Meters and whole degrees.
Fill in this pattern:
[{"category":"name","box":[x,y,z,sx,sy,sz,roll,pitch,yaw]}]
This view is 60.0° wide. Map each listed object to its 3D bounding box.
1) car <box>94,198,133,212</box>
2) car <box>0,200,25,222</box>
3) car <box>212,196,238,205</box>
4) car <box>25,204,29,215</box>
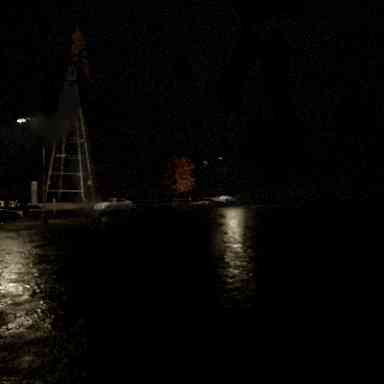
[{"category":"car","box":[-8.562,1.402,36.599,1.812,1.442,4.674,1,1,37]},{"category":"car","box":[-15.246,1.505,23.649,2.033,1.411,5.357,1,1,41]},{"category":"car","box":[5.451,1.351,54.468,2.033,1.411,5.357,1,1,39]},{"category":"car","box":[-15.877,1.420,27.046,1.837,1.490,4.892,1,1,39]}]
